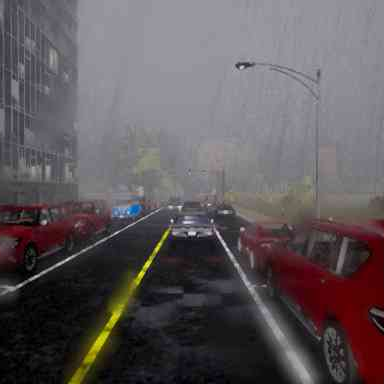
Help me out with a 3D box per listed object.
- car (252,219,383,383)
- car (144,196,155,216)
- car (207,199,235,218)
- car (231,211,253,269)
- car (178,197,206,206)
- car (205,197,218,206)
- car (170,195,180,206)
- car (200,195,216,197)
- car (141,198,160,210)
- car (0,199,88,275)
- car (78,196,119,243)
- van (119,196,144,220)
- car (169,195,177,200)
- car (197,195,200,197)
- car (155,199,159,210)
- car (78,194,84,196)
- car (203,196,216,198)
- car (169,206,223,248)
[{"bbox_3d":[2.553,1.311,5.132,2.192,1.841,5.009,-1,0,0],"label":"car"},{"bbox_3d":[-5.327,1.314,32.802,2.192,1.841,5.009,-1,0,0],"label":"car"},{"bbox_3d":[2.556,1.563,27.296,1.947,1.339,4.313,-1,0,0],"label":"car"},{"bbox_3d":[2.556,1.540,10.673,1.887,1.381,4.507,-1,0,0],"label":"car"},{"bbox_3d":[0.000,1.516,29.652,1.837,1.490,4.892,0,0,0],"label":"car"},{"bbox_3d":[2.556,1.544,32.837,1.887,1.381,4.507,-1,0,0],"label":"car"},{"bbox_3d":[-2.750,1.525,56.655,1.882,1.535,5.008,0,0,0],"label":"car"},{"bbox_3d":[2.682,1.322,48.234,2.192,1.841,5.009,-1,0,0],"label":"car"},{"bbox_3d":[-5.396,1.571,43.893,1.947,1.339,4.313,-1,0,0],"label":"car"},{"bbox_3d":[-5.327,1.310,10.611,2.192,1.841,5.009,-1,0,0],"label":"car"},{"bbox_3d":[-5.327,1.310,16.159,2.192,1.841,5.009,-1,0,0],"label":"car"},{"bbox_3d":[-5.327,1.338,27.255,1.690,1.788,3.998,-1,0,0],"label":"van"},{"bbox_3d":[-5.326,1.598,93.185,1.947,1.339,4.313,-1,0,0],"label":"car"},{"bbox_3d":[2.610,1.470,90.168,1.967,1.590,4.097,-1,0,0],"label":"car"},{"bbox_3d":[-5.324,1.547,38.350,1.887,1.381,4.507,-1,0,0],"label":"car"},{"bbox_3d":[-25.674,1.329,72.154,5.009,1.841,2.192,0,1,-1],"label":"car"},{"bbox_3d":[2.571,1.547,39.597,1.887,1.381,4.507,-1,0,0],"label":"car"},{"bbox_3d":[0.000,1.560,14.651,2.033,1.411,5.357,0,0,0],"label":"car"}]
